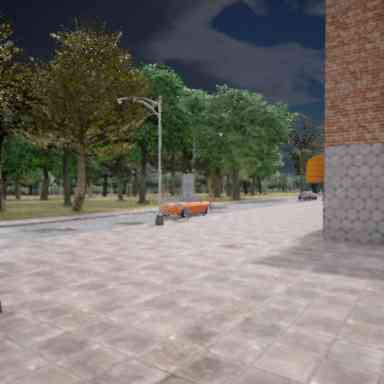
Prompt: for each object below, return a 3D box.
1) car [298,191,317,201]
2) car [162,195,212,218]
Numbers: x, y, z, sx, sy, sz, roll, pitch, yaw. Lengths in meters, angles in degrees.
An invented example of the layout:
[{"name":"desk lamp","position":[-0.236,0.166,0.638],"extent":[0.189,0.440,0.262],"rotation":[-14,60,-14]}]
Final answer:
[{"name":"car","position":[18.106,0.602,51.941],"extent":[2.128,1.511,4.902],"rotation":[1,1,35]},{"name":"car","position":[-0.301,1.013,26.135],"extent":[2.097,1.767,4.553],"rotation":[1,1,36]}]
